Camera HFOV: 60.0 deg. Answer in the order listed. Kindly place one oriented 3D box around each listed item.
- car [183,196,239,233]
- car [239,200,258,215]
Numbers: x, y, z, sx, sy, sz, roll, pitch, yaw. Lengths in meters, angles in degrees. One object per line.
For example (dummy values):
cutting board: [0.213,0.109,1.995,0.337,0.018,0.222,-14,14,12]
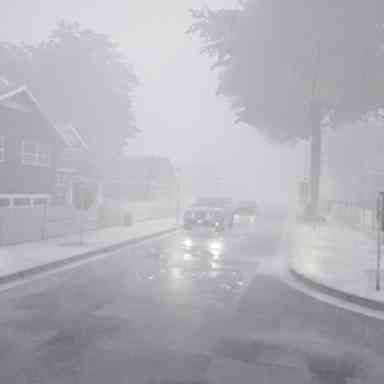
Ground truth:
car: [1.226,1.272,20.551,2.150,2.045,5.566,1,0,17]
car: [6.024,1.621,36.144,1.882,1.535,5.008,1,0,17]
